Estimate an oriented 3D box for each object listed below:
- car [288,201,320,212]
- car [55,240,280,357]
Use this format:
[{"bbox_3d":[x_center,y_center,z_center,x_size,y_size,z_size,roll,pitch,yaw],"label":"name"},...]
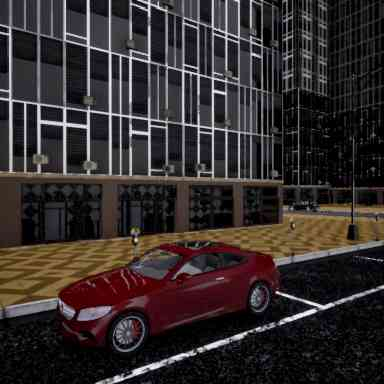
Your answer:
[{"bbox_3d":[15.183,1.899,45.317,2.008,1.369,4.403,-1,0,-36],"label":"car"},{"bbox_3d":[-0.186,1.582,5.969,4.206,1.307,1.802,0,0,-36],"label":"car"}]
